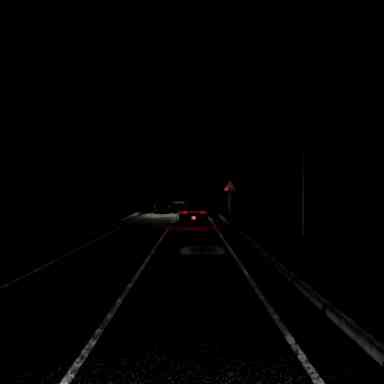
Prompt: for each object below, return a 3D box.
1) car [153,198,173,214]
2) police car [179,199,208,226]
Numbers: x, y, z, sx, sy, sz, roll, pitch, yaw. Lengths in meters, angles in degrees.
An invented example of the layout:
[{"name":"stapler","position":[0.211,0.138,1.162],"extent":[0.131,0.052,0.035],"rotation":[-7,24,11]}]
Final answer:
[{"name":"car","position":[-3.059,1.468,36.218],"extent":[1.882,1.535,5.008],"rotation":[0,0,0]},{"name":"police car","position":[0.115,1.518,24.006],"extent":[2.038,1.542,4.974],"rotation":[0,0,0]}]
